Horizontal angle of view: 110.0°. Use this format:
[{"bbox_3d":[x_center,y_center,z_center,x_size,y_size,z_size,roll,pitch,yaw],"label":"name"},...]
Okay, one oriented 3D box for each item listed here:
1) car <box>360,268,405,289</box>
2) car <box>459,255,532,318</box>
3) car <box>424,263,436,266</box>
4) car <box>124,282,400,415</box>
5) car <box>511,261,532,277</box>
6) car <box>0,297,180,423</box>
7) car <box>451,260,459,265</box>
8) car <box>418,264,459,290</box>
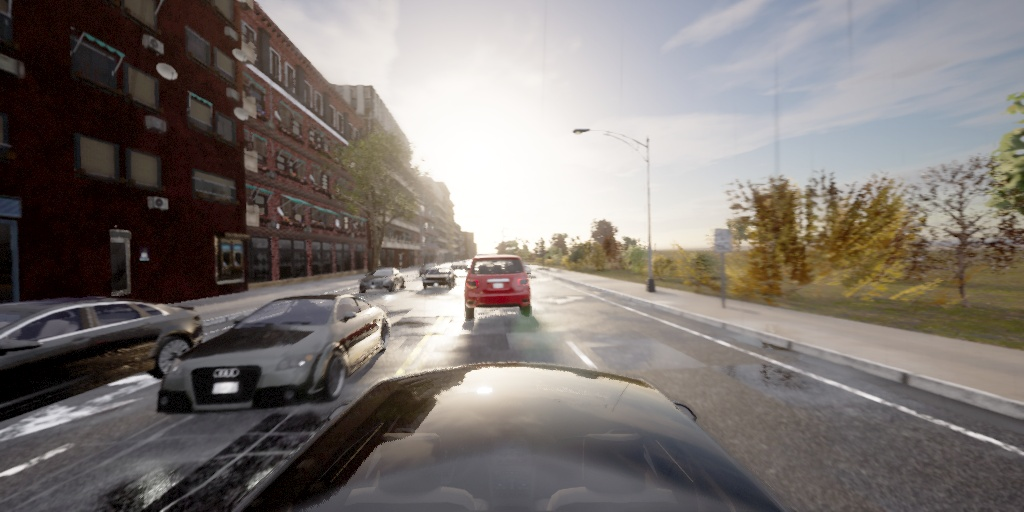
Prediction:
[{"bbox_3d":[-7.973,1.463,22.465,1.812,1.442,4.674,-1,0,-4],"label":"car"},{"bbox_3d":[-0.592,0.987,13.414,2.150,2.045,5.566,-1,0,-4],"label":"car"},{"bbox_3d":[-9.143,1.540,40.244,1.812,1.442,4.674,-1,0,-4],"label":"car"},{"bbox_3d":[-3.566,1.394,6.278,1.994,1.385,4.181,-1,0,-4],"label":"car"},{"bbox_3d":[0.922,1.272,37.059,1.812,1.442,4.674,-1,0,-3],"label":"car"},{"bbox_3d":[-6.723,1.391,4.844,2.128,1.511,4.902,-1,0,-4],"label":"car"},{"bbox_3d":[-5.910,1.110,40.473,1.994,1.385,4.181,-1,0,-4],"label":"car"},{"bbox_3d":[-4.851,1.468,24.395,1.895,1.301,4.718,-1,0,-4],"label":"car"}]
